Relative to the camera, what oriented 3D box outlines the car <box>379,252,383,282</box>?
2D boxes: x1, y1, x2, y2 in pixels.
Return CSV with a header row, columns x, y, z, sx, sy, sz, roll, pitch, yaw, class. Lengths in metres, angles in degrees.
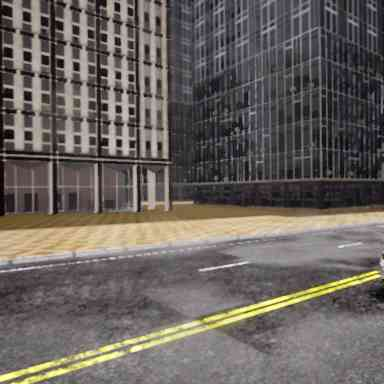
x,y,z,sx,sy,sz,roll,pitch,yaw,class
6.336,1.577,8.077,4.674,1.442,1.812,0,0,-36,car
